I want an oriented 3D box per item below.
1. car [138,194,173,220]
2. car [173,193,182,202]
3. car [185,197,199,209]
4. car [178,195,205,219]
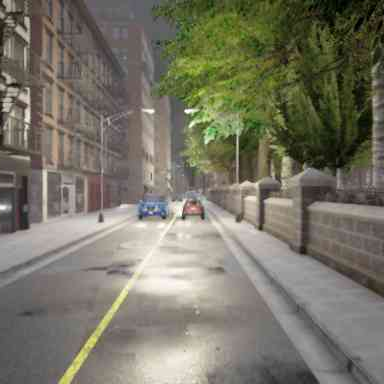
[{"bbox_3d":[-3.093,1.194,27.734,2.150,2.045,5.566,0,0,0],"label":"car"},{"bbox_3d":[-2.992,1.250,67.839,2.150,2.045,5.566,0,0,0],"label":"car"},{"bbox_3d":[0.033,1.461,46.780,1.837,1.490,4.892,0,1,0],"label":"car"},{"bbox_3d":[0.102,1.405,28.966,2.033,1.649,4.856,0,1,0],"label":"car"}]
